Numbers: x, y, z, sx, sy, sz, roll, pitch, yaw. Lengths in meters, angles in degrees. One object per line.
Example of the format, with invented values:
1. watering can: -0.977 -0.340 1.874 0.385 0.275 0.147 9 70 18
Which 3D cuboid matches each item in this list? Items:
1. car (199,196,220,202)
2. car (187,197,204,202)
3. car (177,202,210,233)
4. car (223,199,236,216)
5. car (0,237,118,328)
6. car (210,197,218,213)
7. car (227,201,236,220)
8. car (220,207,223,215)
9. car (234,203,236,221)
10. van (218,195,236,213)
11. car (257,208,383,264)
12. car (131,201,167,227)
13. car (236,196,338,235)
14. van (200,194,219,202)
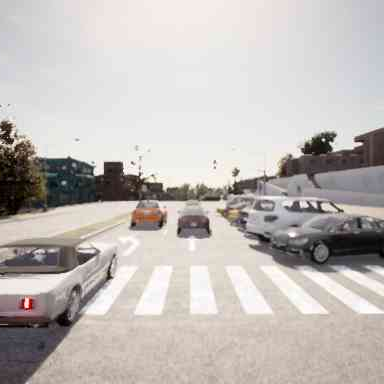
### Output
1. car: 4.881 1.979 93.636 5.366 1.575 1.946 1 -1 -20
2. car: 0.096 1.617 36.285 1.812 1.442 4.674 0 0 0
3. car: 0.095 1.546 19.785 1.812 1.442 4.674 0 0 0
4. car: 5.240 1.525 23.608 5.366 1.575 1.946 1 -1 -20
5. car: -2.901 1.596 6.946 1.895 1.301 4.718 0 0 0
6. car: 4.892 1.560 32.423 5.366 1.575 1.946 1 0 -20
7. car: 5.060 1.516 20.561 4.892 1.521 2.231 1 0 -20
8. car: 5.091 1.569 26.538 4.792 1.488 2.163 1 -1 -20
9. car: 5.073 1.504 17.575 5.008 1.535 2.097 1 0 -20
10. van: 4.959 1.325 29.466 4.442 1.987 1.878 1 0 -20
11. car: 5.078 1.493 11.609 4.892 1.521 2.231 1 0 -20
12. car: -2.904 1.386 23.424 2.097 1.767 4.553 0 0 0
13. car: 5.097 1.245 14.611 5.566 2.045 2.435 1 0 -20
14. van: 4.950 1.509 84.734 4.442 1.987 1.878 1 -1 -20
